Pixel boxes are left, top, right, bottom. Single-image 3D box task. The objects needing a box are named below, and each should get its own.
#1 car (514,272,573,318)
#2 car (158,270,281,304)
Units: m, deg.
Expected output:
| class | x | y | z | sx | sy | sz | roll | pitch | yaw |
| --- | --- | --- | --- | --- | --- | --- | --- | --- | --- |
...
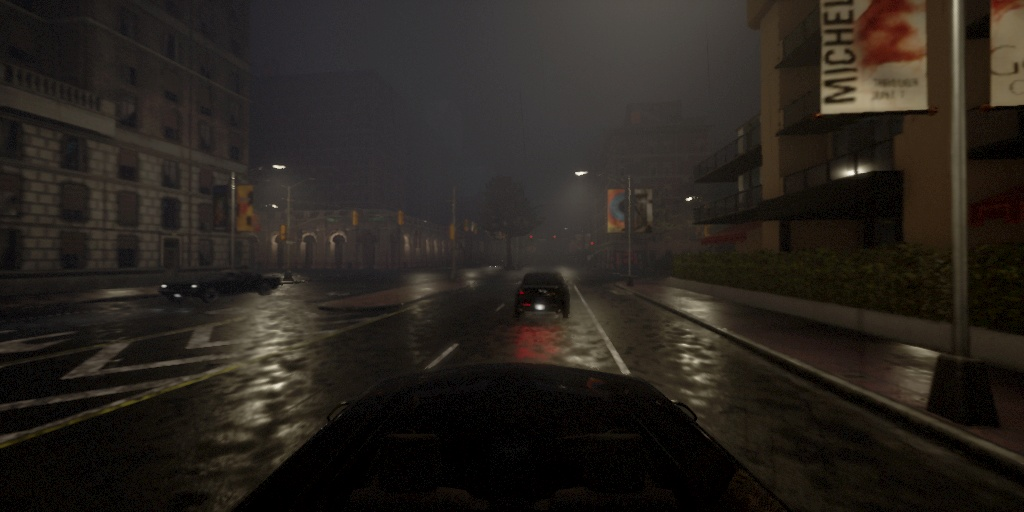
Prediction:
| class | x | y | z | sx | sy | sz | roll | pitch | yaw |
| --- | --- | --- | --- | --- | --- | --- | --- | --- | --- |
| car | 1.195 | 1.334 | 13.465 | 1.837 | 1.490 | 4.892 | 0 | 0 | 8 |
| car | -13.524 | 1.338 | 16.978 | 1.895 | 1.301 | 4.718 | 0 | 0 | 7 |
